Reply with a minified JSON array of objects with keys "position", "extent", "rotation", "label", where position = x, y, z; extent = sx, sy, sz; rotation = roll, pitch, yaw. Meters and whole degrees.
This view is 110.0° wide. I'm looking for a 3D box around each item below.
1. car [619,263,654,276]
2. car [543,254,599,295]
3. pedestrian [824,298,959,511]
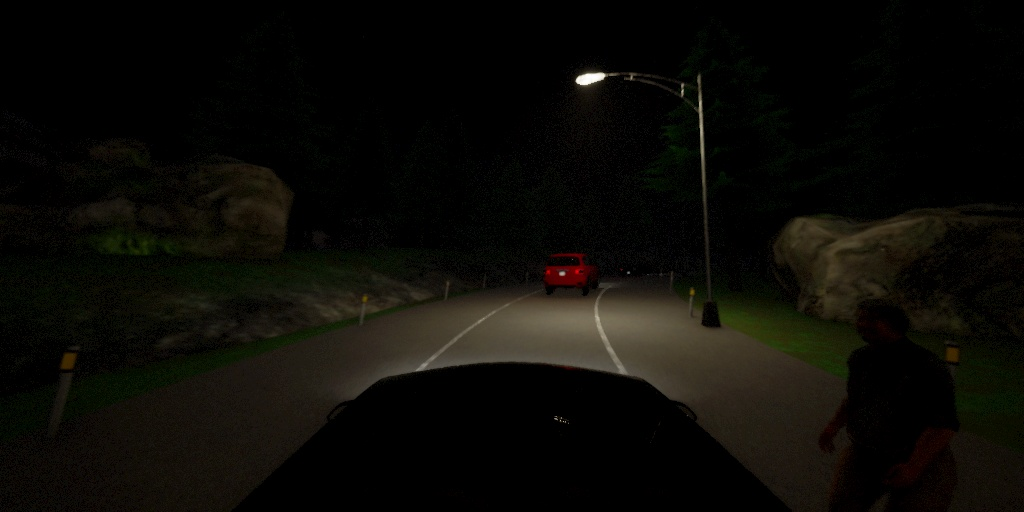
[{"position":[12.436,1.319,35.606],"extent":[1.895,1.301,4.718],"rotation":[-4,-3,40],"label":"car"},{"position":[3.308,0.907,19.405],"extent":[2.150,2.045,5.566],"rotation":[-1,0,21],"label":"car"},{"position":[2.160,1.071,2.052],"extent":[0.375,1.860,0.375],"rotation":[6,-6,2],"label":"pedestrian"}]
